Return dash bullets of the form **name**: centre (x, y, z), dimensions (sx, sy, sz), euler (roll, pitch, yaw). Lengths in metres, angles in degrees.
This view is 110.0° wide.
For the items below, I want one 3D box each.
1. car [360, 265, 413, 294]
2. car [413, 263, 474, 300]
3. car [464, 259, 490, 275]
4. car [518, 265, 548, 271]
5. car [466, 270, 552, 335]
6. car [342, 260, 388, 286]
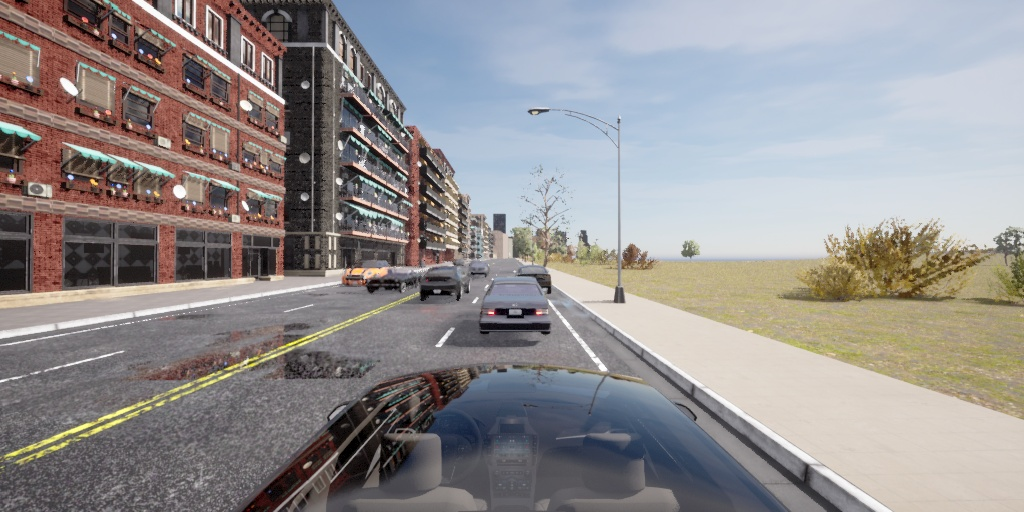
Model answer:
- **car**: centre (-6.621, 1.353, 20.445), dimensions (1.895, 1.301, 4.718), euler (0, 0, 0)
- **car**: centre (-3.170, 1.255, 17.598), dimensions (1.837, 1.490, 4.892), euler (0, 0, 0)
- **car**: centre (-3.183, 1.299, 35.172), dimensions (2.033, 1.411, 5.357), euler (0, 0, 0)
- **car**: centre (1.115, 1.230, 20.306), dimensions (1.882, 1.535, 5.008), euler (0, 0, 0)
- **car**: centre (0.092, 1.299, 10.542), dimensions (2.033, 1.411, 5.357), euler (0, 0, 0)
- **car**: centre (-9.878, 1.104, 24.805), dimensions (2.097, 1.767, 4.553), euler (0, 0, 0)
